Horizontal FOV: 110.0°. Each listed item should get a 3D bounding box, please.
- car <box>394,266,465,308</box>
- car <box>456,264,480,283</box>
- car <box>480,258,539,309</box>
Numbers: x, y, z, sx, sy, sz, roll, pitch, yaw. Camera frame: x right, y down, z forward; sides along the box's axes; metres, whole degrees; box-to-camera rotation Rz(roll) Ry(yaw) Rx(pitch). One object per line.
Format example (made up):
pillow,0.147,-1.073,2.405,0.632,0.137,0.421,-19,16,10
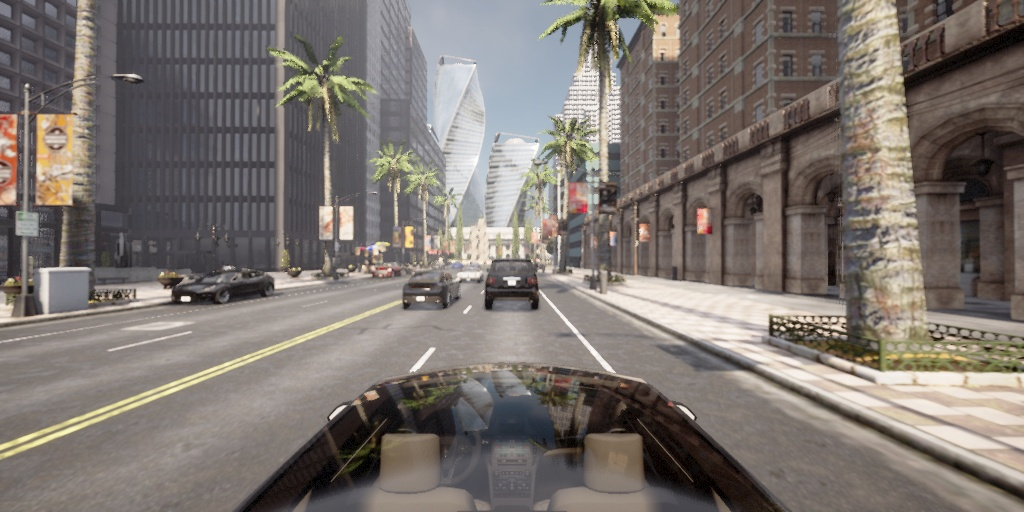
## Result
car,-3.502,1.392,16.152,1.837,1.490,4.892,0,0,0
car,-3.481,1.624,30.943,1.895,1.301,4.718,0,0,0
car,-0.005,1.099,15.879,2.150,2.045,5.566,0,0,0
